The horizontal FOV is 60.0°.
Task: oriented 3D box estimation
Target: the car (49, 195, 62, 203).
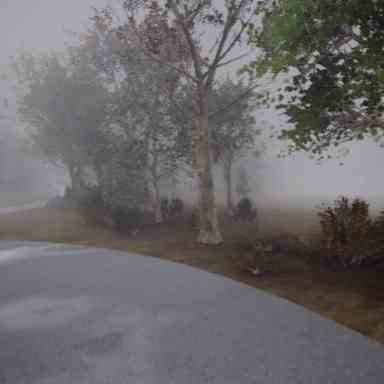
[{"bbox_3d":[-25.843,1.271,63.252,2.128,1.511,4.902,-2,2,-10],"label":"car"}]
